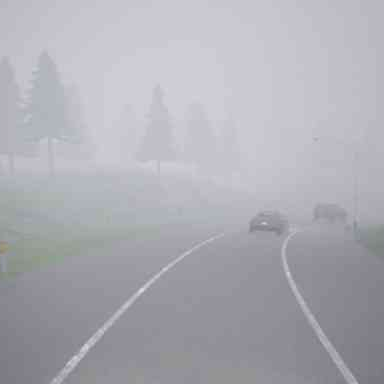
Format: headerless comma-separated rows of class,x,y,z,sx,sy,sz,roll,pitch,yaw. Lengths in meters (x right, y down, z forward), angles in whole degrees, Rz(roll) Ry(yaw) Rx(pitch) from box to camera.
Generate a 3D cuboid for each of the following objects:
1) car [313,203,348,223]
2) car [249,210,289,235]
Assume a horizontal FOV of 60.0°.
car,15.512,2.315,37.232,2.150,2.045,5.566,4,0,43
car,5.019,1.864,21.301,1.994,1.385,4.181,2,-1,23
